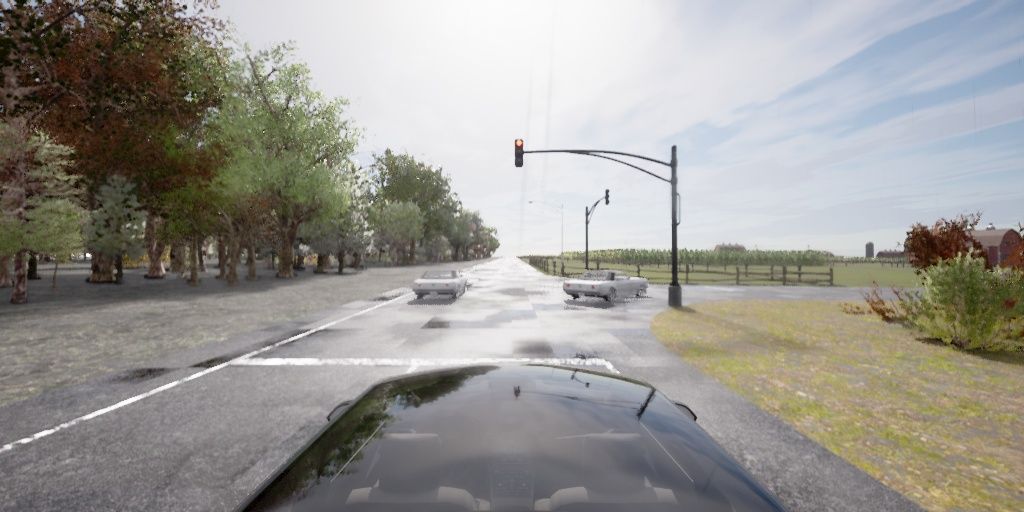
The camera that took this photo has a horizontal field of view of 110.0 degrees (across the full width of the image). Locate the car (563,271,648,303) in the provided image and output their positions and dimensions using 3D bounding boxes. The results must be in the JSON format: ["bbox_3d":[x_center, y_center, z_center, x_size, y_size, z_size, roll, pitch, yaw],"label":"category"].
[{"bbox_3d":[4.486,1.317,16.592,1.895,1.301,4.718,0,0,45],"label":"car"}]

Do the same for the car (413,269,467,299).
[{"bbox_3d":[-3.389,1.310,17.803,1.895,1.301,4.718,0,0,0],"label":"car"}]

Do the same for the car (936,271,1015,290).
[{"bbox_3d":[30.085,1.637,23.389,4.181,1.385,1.994,1,-1,0],"label":"car"}]
